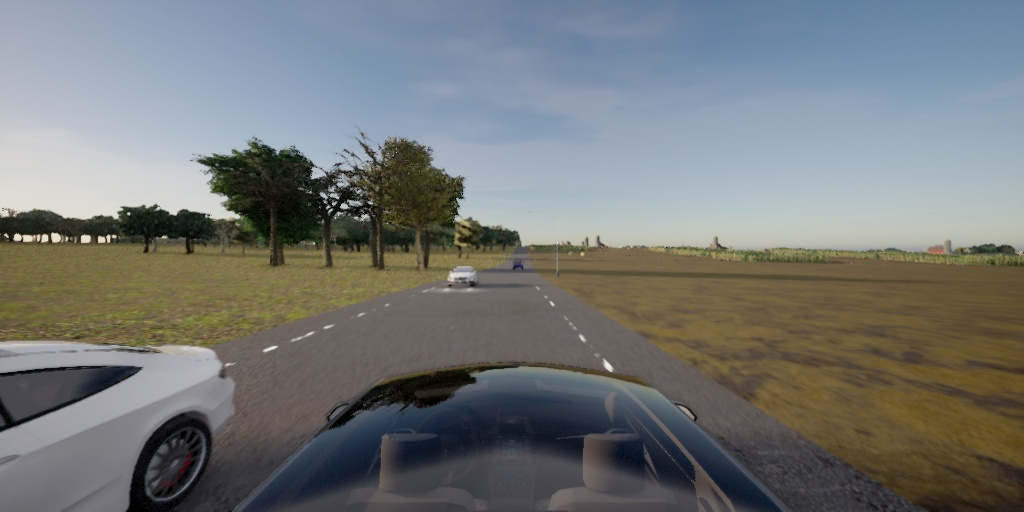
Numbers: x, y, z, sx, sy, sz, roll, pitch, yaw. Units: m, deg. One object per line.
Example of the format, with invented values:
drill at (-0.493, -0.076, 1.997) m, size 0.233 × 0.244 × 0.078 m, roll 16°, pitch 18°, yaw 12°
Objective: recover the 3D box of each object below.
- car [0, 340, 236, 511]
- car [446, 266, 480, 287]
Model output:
car at (-3.582, 1.280, 1.600) m, size 1.812 × 1.442 × 4.674 m, roll 0°, pitch 0°, yaw 0°
car at (-3.525, 1.467, 26.472) m, size 1.812 × 1.442 × 4.674 m, roll 0°, pitch -1°, yaw 0°
